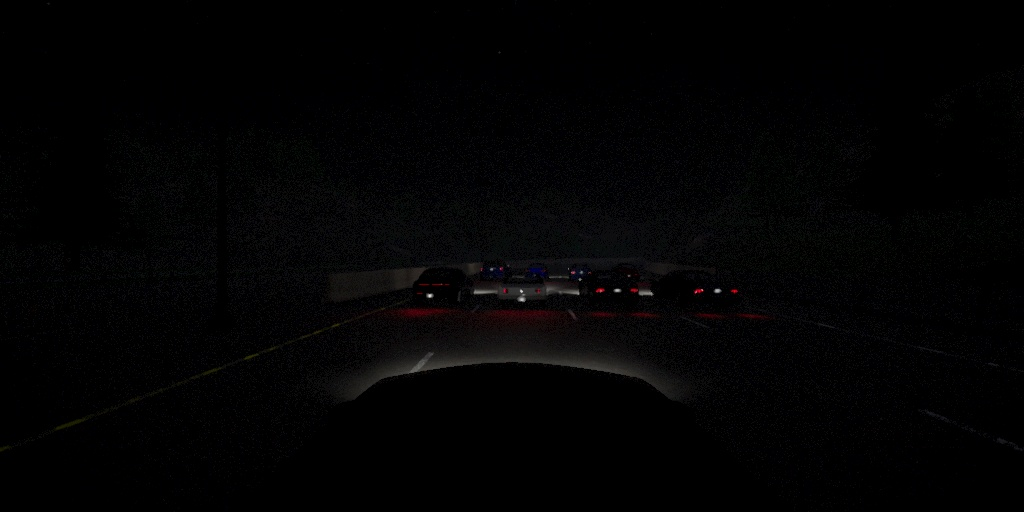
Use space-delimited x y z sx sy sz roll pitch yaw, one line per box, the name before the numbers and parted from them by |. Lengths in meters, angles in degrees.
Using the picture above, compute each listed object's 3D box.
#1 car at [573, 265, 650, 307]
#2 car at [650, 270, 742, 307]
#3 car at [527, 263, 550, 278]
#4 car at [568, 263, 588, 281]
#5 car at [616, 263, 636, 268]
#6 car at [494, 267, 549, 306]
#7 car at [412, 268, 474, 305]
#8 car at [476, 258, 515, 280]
car | 4.031 1.310 15.563 2.033 1.411 5.357 0 0 4
car | 7.521 1.310 15.299 2.033 1.411 5.357 0 0 4
car | 2.159 1.280 30.071 1.812 1.442 4.674 0 0 9
car | 5.619 1.311 29.545 2.033 1.411 5.357 0 0 9
car | 9.080 1.280 29.019 1.812 1.442 4.674 0 0 9
car | 0.543 1.363 15.856 1.895 1.301 4.718 0 0 4
car | -2.949 1.263 16.090 1.837 1.490 4.892 0 0 4
car | -1.306 1.113 30.568 2.097 1.767 4.553 0 0 9
